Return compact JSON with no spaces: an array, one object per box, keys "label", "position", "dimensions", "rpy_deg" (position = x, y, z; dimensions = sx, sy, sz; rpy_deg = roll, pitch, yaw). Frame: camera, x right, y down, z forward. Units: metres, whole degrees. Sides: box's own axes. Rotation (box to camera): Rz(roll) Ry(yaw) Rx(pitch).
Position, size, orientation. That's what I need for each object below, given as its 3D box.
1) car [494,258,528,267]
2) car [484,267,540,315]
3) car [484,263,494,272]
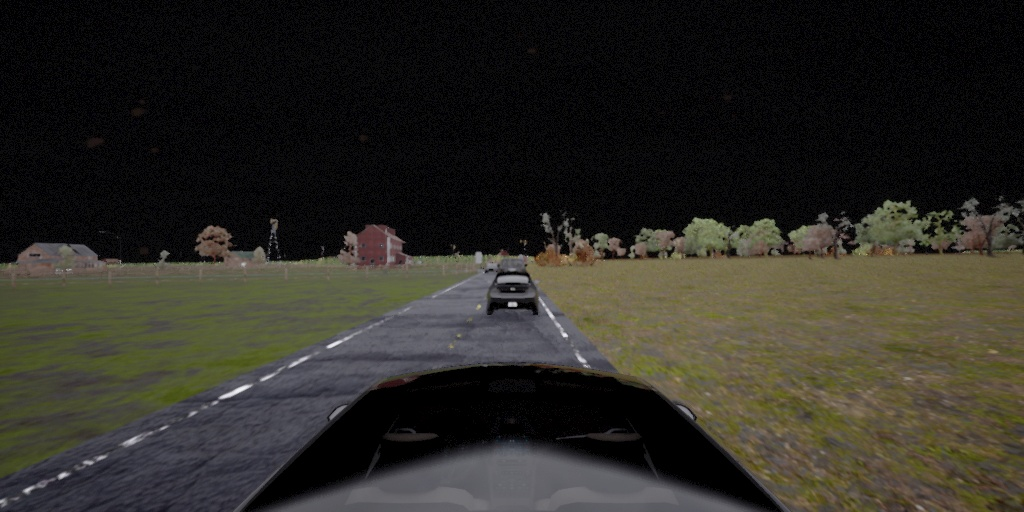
[{"label":"car","position":[0.040,1.200,28.126],"dimensions":[2.150,2.045,5.566],"rpy_deg":[0,0,1]},{"label":"car","position":[0.047,1.363,14.236],"dimensions":[1.837,1.490,4.892],"rpy_deg":[0,0,1]},{"label":"car","position":[-2.773,1.674,49.905],"dimensions":[1.837,1.490,4.892],"rpy_deg":[0,-1,1]}]
